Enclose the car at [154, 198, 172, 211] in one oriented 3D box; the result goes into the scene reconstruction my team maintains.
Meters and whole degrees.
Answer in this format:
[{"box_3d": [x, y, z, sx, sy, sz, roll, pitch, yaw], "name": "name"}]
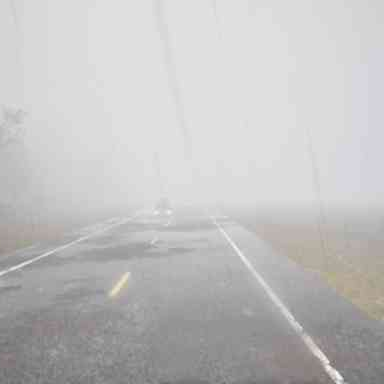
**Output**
[{"box_3d": [-3.565, 1.506, 41.742, 1.837, 1.490, 4.892, 0, 0, 0], "name": "car"}]
